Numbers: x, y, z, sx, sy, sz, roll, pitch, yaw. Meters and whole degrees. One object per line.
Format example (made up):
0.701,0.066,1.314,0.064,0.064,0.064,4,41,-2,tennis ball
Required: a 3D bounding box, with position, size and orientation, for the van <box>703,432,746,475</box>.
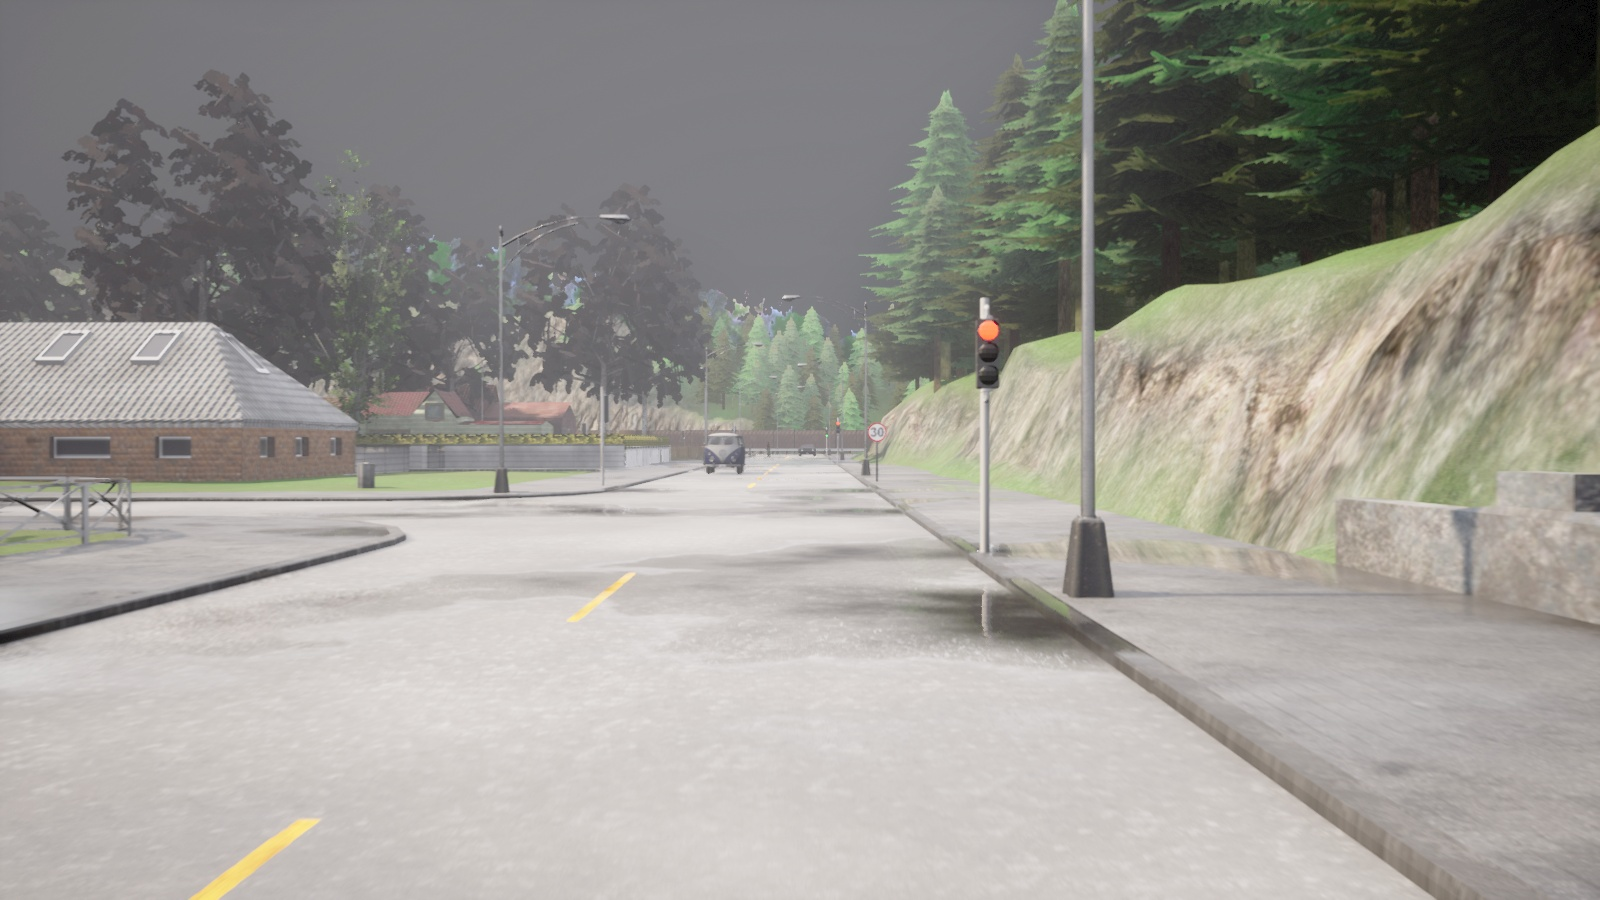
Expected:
-3.632,0.153,60.947,1.775,1.987,4.442,0,0,0,van
